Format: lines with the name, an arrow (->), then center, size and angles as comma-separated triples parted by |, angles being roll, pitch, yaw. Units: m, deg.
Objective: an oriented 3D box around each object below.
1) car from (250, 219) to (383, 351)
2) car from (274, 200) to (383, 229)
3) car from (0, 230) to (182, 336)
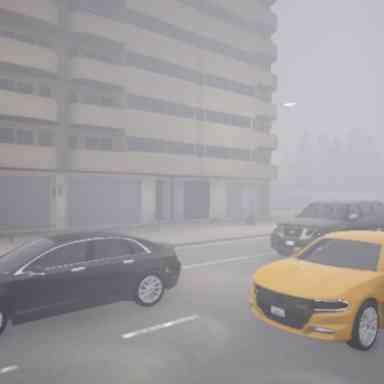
car -> 3.277, 1.528, 6.495 | 5.008, 1.535, 1.882 | 0, -1, -37
car -> 5.392, 1.317, 12.479 | 5.566, 2.045, 2.150 | 0, -1, -37
car -> -2.473, 1.562, 6.539 | 4.892, 1.490, 1.837 | 0, -1, -37
